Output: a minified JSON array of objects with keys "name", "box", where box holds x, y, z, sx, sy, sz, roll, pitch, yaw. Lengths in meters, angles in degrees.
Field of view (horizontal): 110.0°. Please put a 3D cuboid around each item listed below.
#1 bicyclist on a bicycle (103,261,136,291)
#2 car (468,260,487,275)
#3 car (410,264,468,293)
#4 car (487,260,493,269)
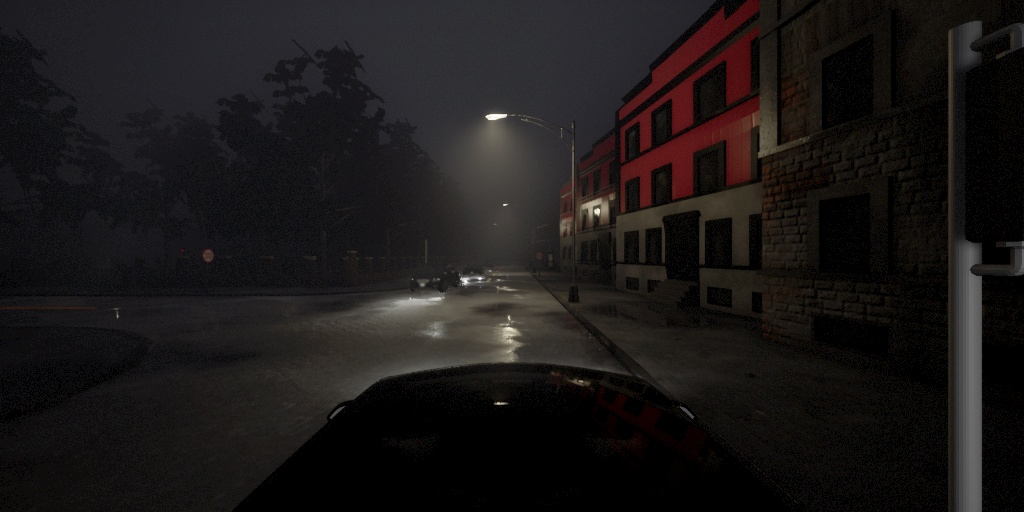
[{"name":"bicyclist on a bicycle","box":[-21.808,1.099,19.947,0.582,1.620,1.656,0,0,0]},{"name":"car","box":[-4.014,1.351,38.016,1.895,1.301,4.718,0,0,0]},{"name":"car","box":[-4.370,1.242,21.097,2.128,1.511,4.902,0,0,7]},{"name":"car","box":[-3.945,1.314,55.354,1.994,1.385,4.181,0,0,0]}]
